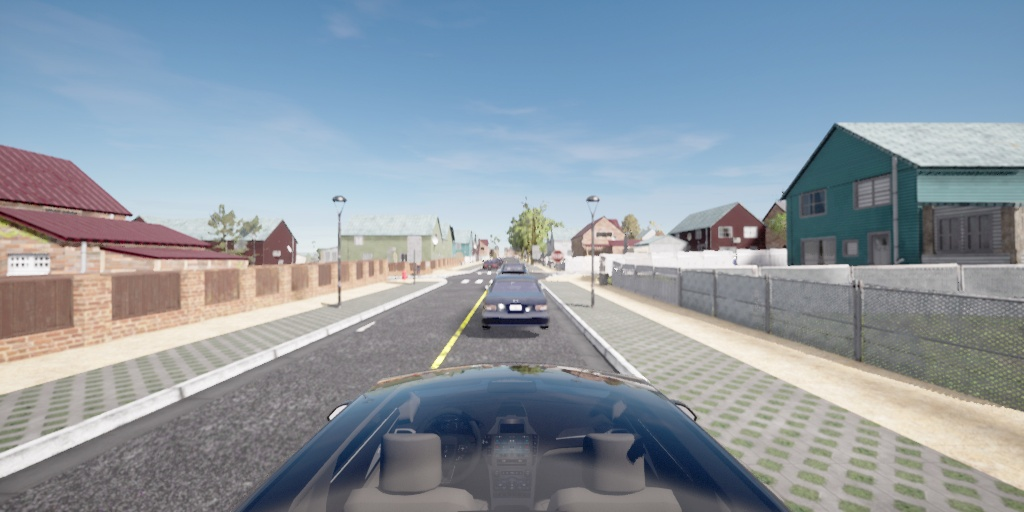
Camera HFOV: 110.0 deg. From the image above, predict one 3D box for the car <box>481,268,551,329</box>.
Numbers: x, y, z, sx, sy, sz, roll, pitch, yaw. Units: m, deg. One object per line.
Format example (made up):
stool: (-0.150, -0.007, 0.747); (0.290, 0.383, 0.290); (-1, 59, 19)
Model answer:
car: (0.093, 1.268, 11.062); (2.033, 1.411, 5.357); (0, 0, 0)

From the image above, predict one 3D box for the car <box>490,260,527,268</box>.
car: (0.150, 1.179, 21.282); (2.128, 1.511, 4.902); (0, 0, 2)

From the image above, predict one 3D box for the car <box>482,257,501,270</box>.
car: (-2.888, 1.154, 48.385); (1.994, 1.385, 4.181); (0, 0, 0)

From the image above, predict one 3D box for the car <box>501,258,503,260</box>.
car: (-2.871, 1.095, 64.035); (1.994, 1.385, 4.181); (0, 0, 0)

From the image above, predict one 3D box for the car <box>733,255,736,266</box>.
car: (21.459, 0.599, 34.530); (5.357, 1.411, 2.033); (-2, -1, 0)

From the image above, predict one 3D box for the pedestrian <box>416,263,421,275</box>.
pedestrian: (-9.731, 1.090, 37.224); (0.375, 1.860, 0.375); (0, 1, 0)
